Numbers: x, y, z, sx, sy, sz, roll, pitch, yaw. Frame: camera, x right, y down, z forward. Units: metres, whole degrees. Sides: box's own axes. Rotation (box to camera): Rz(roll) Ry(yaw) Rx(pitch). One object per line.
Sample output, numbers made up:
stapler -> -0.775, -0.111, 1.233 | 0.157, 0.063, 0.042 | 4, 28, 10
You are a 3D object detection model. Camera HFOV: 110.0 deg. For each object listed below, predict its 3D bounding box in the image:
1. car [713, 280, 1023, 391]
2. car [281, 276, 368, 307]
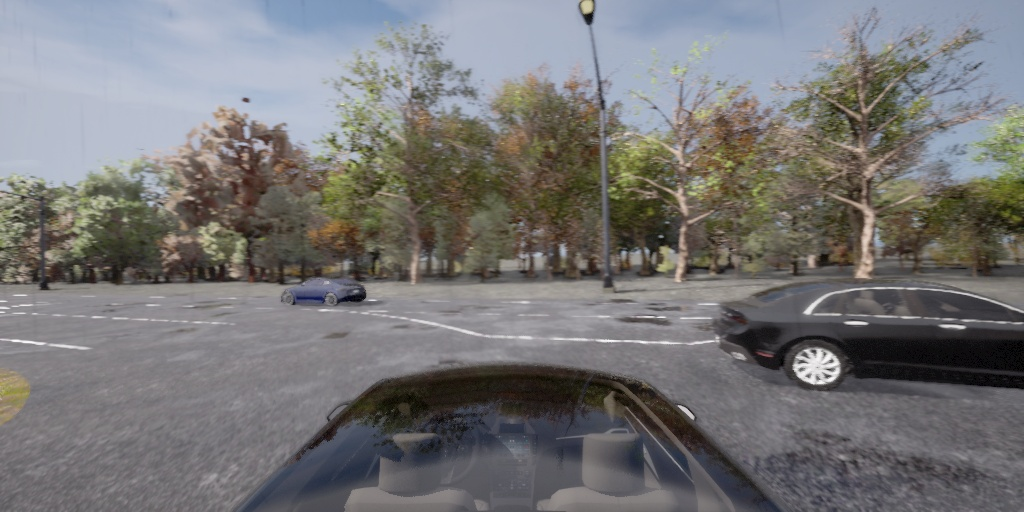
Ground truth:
car -> 5.828, 1.105, 5.391 | 4.892, 1.490, 1.837 | -2, -1, 19
car -> -9.407, 1.737, 18.000 | 4.181, 1.385, 1.994 | -2, -1, 19
